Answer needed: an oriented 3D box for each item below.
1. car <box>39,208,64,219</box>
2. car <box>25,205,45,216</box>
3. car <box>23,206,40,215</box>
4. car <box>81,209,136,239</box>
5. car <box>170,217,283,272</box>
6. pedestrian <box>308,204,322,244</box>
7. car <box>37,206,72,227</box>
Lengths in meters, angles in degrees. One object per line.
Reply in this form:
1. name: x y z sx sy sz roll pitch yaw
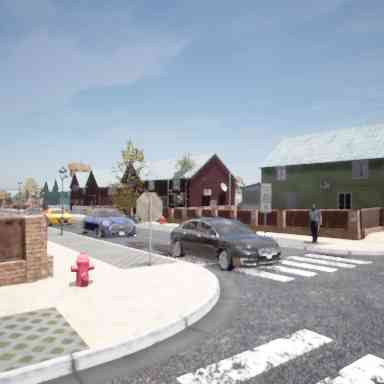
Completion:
1. car: -18.939 2.861 44.779 2.033 1.411 5.357 1 -2 -35
2. car: -25.653 2.989 54.131 2.097 1.767 4.553 1 -2 -36
3. car: -19.091 2.655 40.022 1.837 1.490 4.892 1 -3 -35
4. car: -5.274 1.841 20.720 2.097 1.767 4.553 1 -2 -36
5. car: 0.948 1.681 11.617 1.837 1.490 4.892 1 -2 -32
6. pedestrian: 5.701 1.456 15.494 0.375 1.860 0.375 -1 0 -36
7. car: -12.638 2.317 30.972 1.882 1.535 5.008 1 -3 -35
